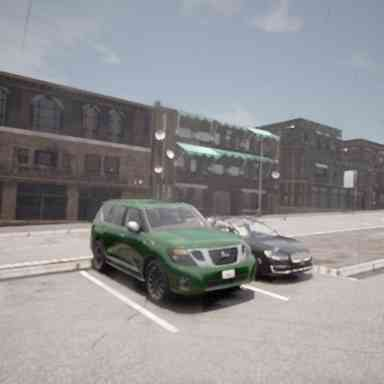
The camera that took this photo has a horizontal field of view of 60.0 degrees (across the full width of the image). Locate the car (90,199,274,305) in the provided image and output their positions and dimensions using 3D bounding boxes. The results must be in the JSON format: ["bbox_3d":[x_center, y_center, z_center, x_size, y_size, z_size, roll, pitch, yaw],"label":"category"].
[{"bbox_3d":[-0.889,1.247,8.720,2.435,2.045,5.566,0,0,-35],"label":"car"}]

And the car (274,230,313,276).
[{"bbox_3d":[1.371,1.516,10.373,2.231,1.521,4.892,0,0,-35],"label":"car"}]
